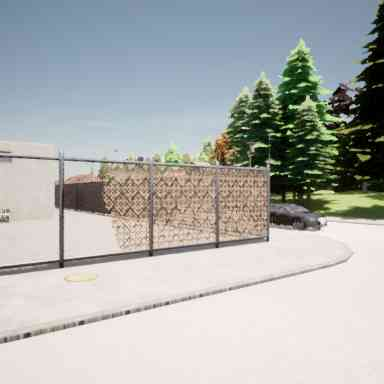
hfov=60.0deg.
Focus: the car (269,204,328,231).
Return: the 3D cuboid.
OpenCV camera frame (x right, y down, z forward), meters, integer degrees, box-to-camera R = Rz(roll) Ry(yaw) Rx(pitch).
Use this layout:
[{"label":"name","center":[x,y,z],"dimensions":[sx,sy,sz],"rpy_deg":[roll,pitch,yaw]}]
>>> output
[{"label":"car","center":[5.966,1.489,20.727],"dimensions":[2.128,1.511,4.902],"rpy_deg":[0,0,-36]}]
